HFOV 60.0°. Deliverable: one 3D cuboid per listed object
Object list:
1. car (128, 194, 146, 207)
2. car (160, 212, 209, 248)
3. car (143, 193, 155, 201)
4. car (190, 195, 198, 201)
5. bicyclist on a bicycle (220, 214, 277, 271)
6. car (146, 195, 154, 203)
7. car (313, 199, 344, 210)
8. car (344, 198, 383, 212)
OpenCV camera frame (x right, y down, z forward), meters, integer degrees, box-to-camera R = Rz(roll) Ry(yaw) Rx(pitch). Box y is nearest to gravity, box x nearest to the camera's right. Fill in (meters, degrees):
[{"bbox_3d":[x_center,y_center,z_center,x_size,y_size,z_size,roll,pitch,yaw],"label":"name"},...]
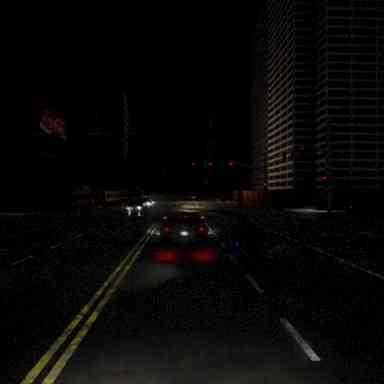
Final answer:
[{"bbox_3d":[-8.876,1.526,52.541,1.812,1.442,4.674,0,0,-2],"label":"car"},{"bbox_3d":[-0.362,1.564,14.756,1.994,1.385,4.181,0,0,-2],"label":"car"},{"bbox_3d":[-9.696,1.525,78.486,2.128,1.511,4.902,0,0,-2],"label":"car"},{"bbox_3d":[0.535,1.525,86.354,2.128,1.511,4.902,0,0,-2],"label":"car"},{"bbox_3d":[1.583,1.455,9.497,1.656,1.620,0.582,-2,0,-2],"label":"bicyclist on a bicycle"},{"bbox_3d":[-9.332,1.601,67.953,1.895,1.301,4.718,0,0,-2],"label":"car"},{"bbox_3d":[18.310,1.547,42.161,5.357,1.411,2.033,0,0,-2],"label":"car"},{"bbox_3d":[20.965,1.492,38.763,4.902,1.511,2.128,0,0,-2],"label":"car"}]
